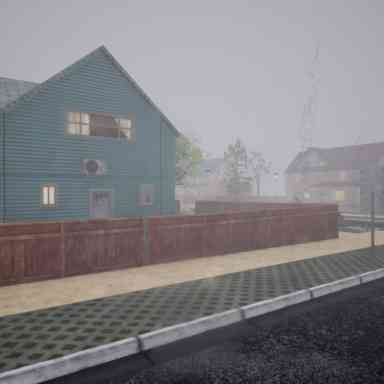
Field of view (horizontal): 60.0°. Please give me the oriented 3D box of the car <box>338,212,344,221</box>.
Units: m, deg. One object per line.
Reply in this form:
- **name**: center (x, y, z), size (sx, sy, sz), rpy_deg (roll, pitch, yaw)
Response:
- **car**: center (8.200, 1.551, 23.625), size (1.895, 1.301, 4.718), rpy_deg (0, 0, -36)

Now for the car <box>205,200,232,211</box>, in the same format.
- **car**: center (2.422, 1.468, 31.692), size (1.994, 1.385, 4.181), rpy_deg (0, 0, -36)

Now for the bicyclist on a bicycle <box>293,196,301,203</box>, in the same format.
- **bicyclist on a bicycle**: center (9.873, 1.206, 31.351), size (1.656, 1.620, 0.582), rpy_deg (-1, 1, -36)
